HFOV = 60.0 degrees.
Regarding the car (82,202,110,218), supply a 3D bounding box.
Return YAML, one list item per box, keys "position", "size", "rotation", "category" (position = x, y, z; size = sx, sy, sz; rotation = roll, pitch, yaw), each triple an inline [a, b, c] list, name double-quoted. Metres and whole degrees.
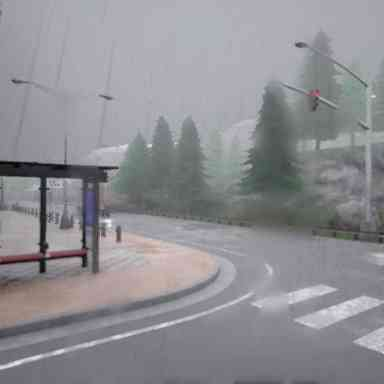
- position: [-9.159, 1.608, 30.712]
  size: [1.837, 1.490, 4.892]
  rotation: [1, -1, -35]
  category: "car"
